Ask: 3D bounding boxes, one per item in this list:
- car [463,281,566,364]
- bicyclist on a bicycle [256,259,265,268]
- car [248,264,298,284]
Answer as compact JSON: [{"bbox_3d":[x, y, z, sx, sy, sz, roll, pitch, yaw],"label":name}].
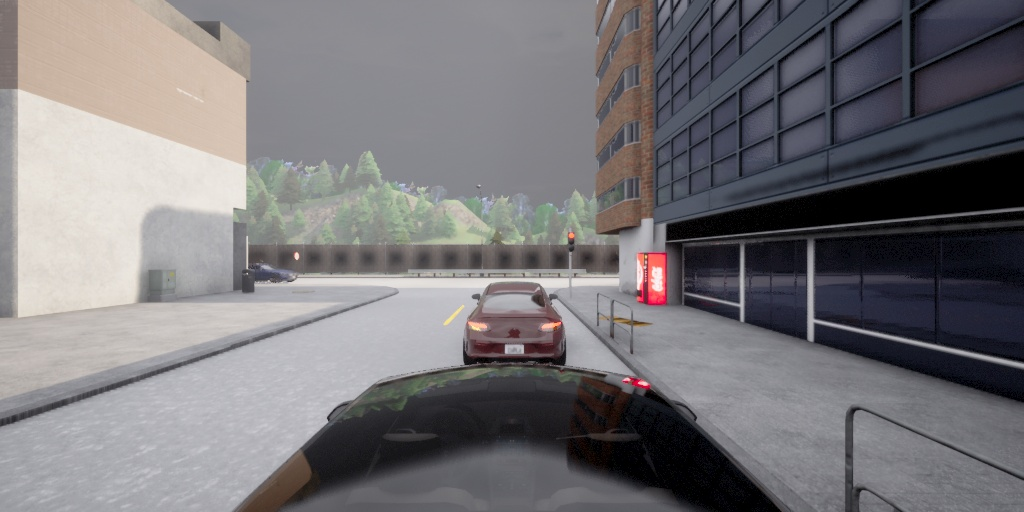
[{"bbox_3d":[0.059,1.276,7.844,1.812,1.442,4.674,0,0,1],"label":"car"},{"bbox_3d":[-24.184,1.099,34.517,0.582,1.620,1.656,0,0,0],"label":"bicyclist on a bicycle"},{"bbox_3d":[-18.214,1.276,26.114,4.674,1.442,1.812,0,0,0],"label":"car"}]
